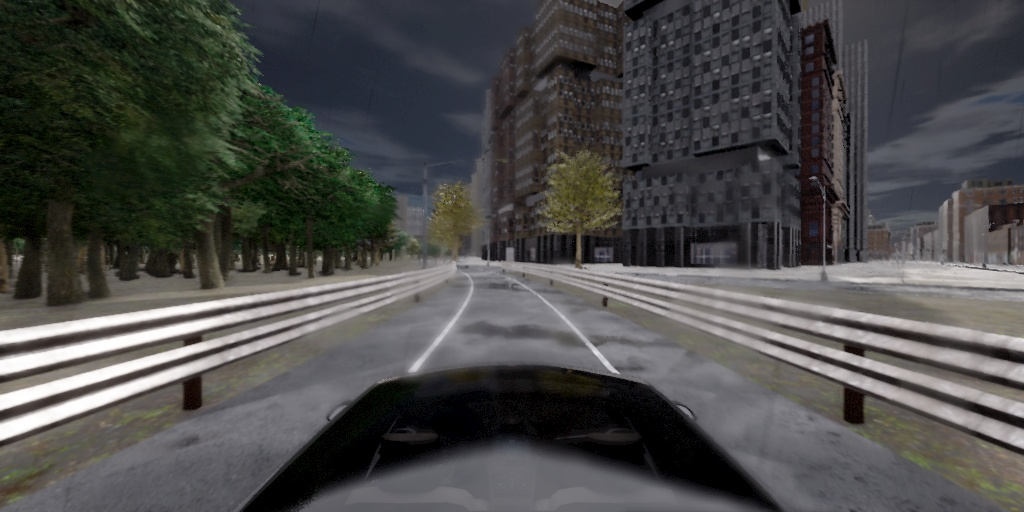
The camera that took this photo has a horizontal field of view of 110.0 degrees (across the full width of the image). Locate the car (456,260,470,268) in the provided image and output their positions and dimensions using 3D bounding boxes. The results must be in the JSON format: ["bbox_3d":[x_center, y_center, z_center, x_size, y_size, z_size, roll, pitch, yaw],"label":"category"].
[{"bbox_3d":[-8.285,1.346,58.769,1.895,1.301,4.718,0,0,-20],"label":"car"}]
